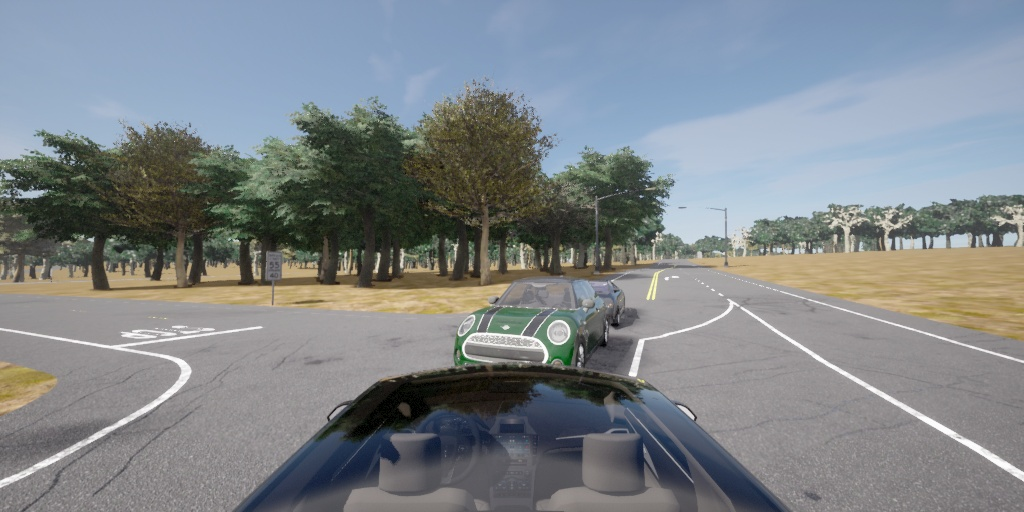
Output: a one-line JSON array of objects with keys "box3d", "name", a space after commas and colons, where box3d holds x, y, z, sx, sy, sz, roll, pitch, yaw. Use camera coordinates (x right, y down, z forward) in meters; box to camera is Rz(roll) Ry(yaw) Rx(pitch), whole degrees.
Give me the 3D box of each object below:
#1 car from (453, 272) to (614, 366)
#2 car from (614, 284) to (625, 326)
[{"box3d": [0.686, 1.222, 7.430, 2.097, 1.767, 4.553, -1, -2, 22], "name": "car"}, {"box3d": [2.913, 1.553, 12.861, 1.994, 1.385, 4.181, -2, 0, 22], "name": "car"}]
